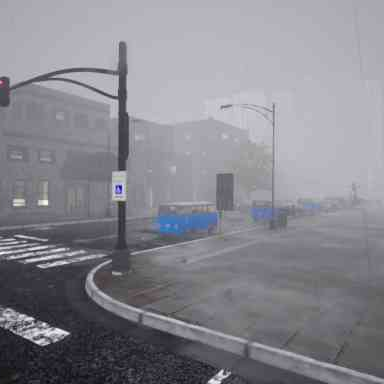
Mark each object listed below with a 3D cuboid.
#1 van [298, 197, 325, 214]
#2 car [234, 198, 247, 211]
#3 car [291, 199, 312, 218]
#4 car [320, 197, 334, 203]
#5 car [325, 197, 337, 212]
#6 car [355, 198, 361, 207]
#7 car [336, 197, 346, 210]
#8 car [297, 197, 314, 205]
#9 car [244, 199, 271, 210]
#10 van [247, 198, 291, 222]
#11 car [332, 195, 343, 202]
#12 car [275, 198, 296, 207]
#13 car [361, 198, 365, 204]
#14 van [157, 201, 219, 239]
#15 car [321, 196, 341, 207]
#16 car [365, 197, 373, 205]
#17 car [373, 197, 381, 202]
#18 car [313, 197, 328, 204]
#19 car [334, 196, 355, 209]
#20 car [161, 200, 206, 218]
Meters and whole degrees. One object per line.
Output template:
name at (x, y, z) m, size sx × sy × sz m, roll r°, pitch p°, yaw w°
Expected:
van at (12.590, 1.469, 35.732) m, size 1.690 × 1.788 × 3.998 m, roll 0°, pitch 0°, yaw 35°
car at (5.745, 1.507, 40.568) m, size 1.967 × 1.590 × 4.097 m, roll 0°, pitch 0°, yaw 35°
car at (9.412, 1.656, 31.215) m, size 1.887 × 1.381 × 4.507 m, roll 0°, pitch 0°, yaw 35°
car at (31.152, 1.793, 76.702) m, size 1.947 × 1.339 × 4.313 m, roll 0°, pitch 0°, yaw 35°
car at (15.863, 1.671, 40.389) m, size 1.752 × 1.417 × 4.829 m, roll 0°, pitch 0°, yaw 35°
car at (25.295, 1.517, 53.801) m, size 2.192 × 1.841 × 5.009 m, roll 0°, pitch 0°, yaw 35°
car at (18.940, 1.729, 44.766) m, size 1.947 × 1.339 × 4.313 m, roll 0°, pitch 0°, yaw 35°
car at (21.624, 1.706, 63.152) m, size 1.887 × 1.381 × 4.507 m, roll 0°, pitch 0°, yaw 35°
car at (8.920, 1.629, 45.085) m, size 1.887 × 1.381 × 4.507 m, roll 0°, pitch 0°, yaw 35°
van at (6.237, 1.436, 26.699) m, size 1.690 × 1.788 × 3.998 m, roll 0°, pitch 0°, yaw 35°
car at (37.504, 1.713, 85.736) m, size 1.967 × 1.590 × 4.097 m, roll 0°, pitch 0°, yaw 35°
car at (15.272, 1.666, 54.118) m, size 1.887 × 1.381 × 4.507 m, roll 0°, pitch 0°, yaw 35°
car at (28.567, 1.748, 58.456) m, size 1.752 × 1.417 × 4.829 m, roll 0°, pitch 0°, yaw 35°
van at (-0.115, 1.407, 17.665) m, size 1.690 × 1.788 × 3.998 m, roll 0°, pitch 0°, yaw 35°
car at (22.967, 1.534, 54.986) m, size 2.097 × 1.767 × 4.553 m, roll 1°, pitch 0°, yaw 35°
car at (34.821, 1.810, 67.351) m, size 1.887 × 1.381 × 4.507 m, roll 0°, pitch 0°, yaw 35°
car at (44.350, 1.900, 80.901) m, size 1.947 × 1.339 × 4.313 m, roll 0°, pitch 0°, yaw 35°
car at (27.878, 1.729, 72.046) m, size 1.752 × 1.417 × 4.829 m, roll 0°, pitch 0°, yaw 35°
car at (22.118, 1.497, 49.284) m, size 2.192 × 1.841 × 5.009 m, roll 0°, pitch 0°, yaw 35°
car at (-0.706, 1.558, 31.394) m, size 1.752 × 1.417 × 4.829 m, roll 0°, pitch 0°, yaw 35°
